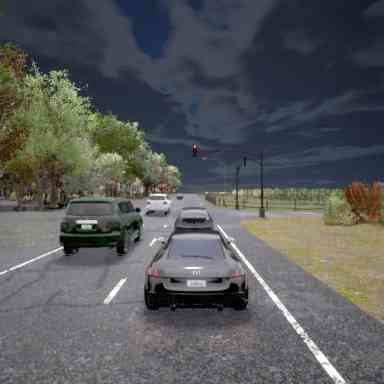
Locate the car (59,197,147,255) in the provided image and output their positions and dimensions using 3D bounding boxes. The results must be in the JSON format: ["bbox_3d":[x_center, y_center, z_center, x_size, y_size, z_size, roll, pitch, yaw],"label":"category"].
[{"bbox_3d":[-3.400,1.224,13.412,2.150,2.045,5.566,0,0,0],"label":"car"}]

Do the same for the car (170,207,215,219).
[{"bbox_3d":[0.100,1.510,16.733,1.837,1.490,4.892,0,0,0],"label":"car"}]

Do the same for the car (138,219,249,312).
[{"bbox_3d":[0.094,1.566,7.820,1.994,1.385,4.181,0,0,0],"label":"car"}]

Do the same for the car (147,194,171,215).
[{"bbox_3d":[-3.402,1.230,34.605,2.150,2.045,5.566,0,0,0],"label":"car"}]
